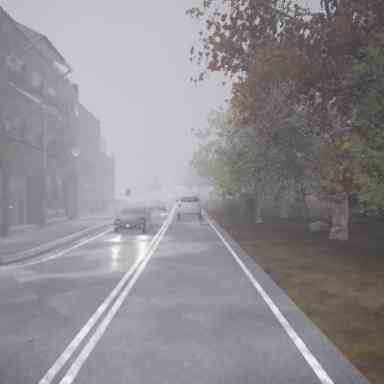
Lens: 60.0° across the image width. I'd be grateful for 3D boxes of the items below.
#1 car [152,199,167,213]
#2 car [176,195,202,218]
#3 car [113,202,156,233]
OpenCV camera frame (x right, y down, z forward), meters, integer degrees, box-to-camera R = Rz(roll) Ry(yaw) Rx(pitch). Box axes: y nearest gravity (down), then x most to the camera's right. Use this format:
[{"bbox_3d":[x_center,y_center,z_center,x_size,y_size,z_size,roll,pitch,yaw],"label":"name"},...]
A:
[{"bbox_3d":[-3.893,1.570,37.992,1.812,1.442,4.674,0,0,-1],"label":"car"},{"bbox_3d":[-0.293,1.303,30.943,2.150,2.045,5.566,0,0,-2],"label":"car"},{"bbox_3d":[-3.521,1.601,20.507,1.837,1.490,4.892,0,-1,-1],"label":"car"}]
